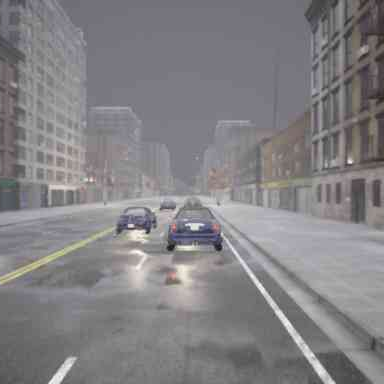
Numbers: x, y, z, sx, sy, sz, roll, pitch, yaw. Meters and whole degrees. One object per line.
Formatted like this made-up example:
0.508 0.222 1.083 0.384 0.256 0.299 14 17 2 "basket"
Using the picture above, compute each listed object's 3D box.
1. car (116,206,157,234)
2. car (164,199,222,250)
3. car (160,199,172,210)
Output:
-3.146 1.565 19.428 1.812 1.442 4.674 0 0 0 "car"
0.103 1.381 14.639 2.097 1.767 4.553 0 0 0 "car"
-3.138 1.660 44.608 1.994 1.385 4.181 0 0 0 "car"
